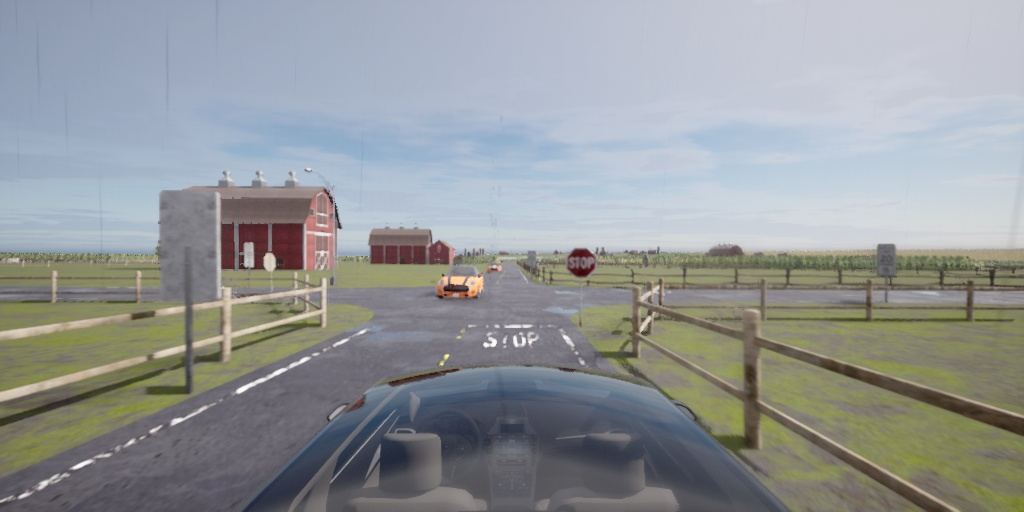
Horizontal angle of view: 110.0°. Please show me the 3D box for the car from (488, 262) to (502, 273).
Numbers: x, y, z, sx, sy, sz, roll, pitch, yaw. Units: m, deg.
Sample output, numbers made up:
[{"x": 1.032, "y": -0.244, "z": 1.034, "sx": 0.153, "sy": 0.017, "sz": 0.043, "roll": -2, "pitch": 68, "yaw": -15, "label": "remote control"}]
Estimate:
[{"x": -2.676, "y": 1.755, "z": 56.036, "sx": 2.097, "sy": 1.767, "sz": 4.553, "roll": 0, "pitch": -1, "yaw": 0, "label": "car"}]

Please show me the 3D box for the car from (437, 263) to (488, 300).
[{"x": -2.711, "y": 1.322, "z": 19.740, "sx": 2.097, "sy": 1.767, "sz": 4.553, "roll": 1, "pitch": 0, "yaw": 0, "label": "car"}]
